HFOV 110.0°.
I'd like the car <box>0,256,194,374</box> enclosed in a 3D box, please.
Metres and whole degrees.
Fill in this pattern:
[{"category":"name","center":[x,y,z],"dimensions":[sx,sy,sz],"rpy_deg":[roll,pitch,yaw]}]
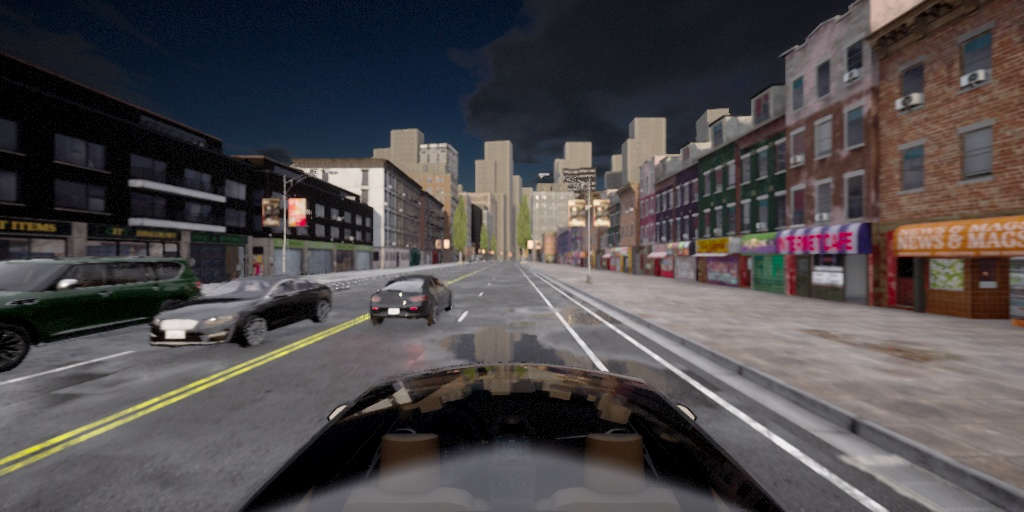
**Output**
[{"category":"car","center":[-9.864,1.021,7.887],"dimensions":[2.150,2.045,5.566],"rpy_deg":[0,0,0]}]

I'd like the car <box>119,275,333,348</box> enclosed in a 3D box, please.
[{"category":"car","center":[-6.617,1.289,9.493],"dimensions":[2.128,1.511,4.902],"rpy_deg":[0,0,0]}]

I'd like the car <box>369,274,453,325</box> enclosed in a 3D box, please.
[{"category":"car","center":[-3.179,1.325,11.932],"dimensions":[1.812,1.442,4.674],"rpy_deg":[0,0,0]}]
